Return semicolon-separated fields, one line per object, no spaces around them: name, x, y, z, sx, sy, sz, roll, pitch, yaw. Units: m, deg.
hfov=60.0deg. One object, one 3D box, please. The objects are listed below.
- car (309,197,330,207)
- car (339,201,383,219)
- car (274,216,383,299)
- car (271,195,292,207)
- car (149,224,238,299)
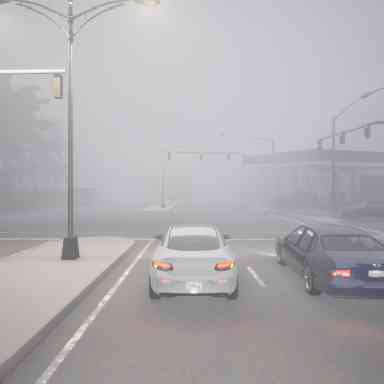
car;18.622;1.456;48.737;1.970;1.475;3.806;0;0;0
car;14.744;1.526;27.801;4.674;1.442;1.812;0;0;-1
car;3.508;1.547;8.611;2.033;1.411;5.357;0;0;3
car;12.882;1.295;47.935;2.242;1.667;4.611;0;0;0
car;0.029;1.526;8.303;1.812;1.442;4.674;0;0;0
